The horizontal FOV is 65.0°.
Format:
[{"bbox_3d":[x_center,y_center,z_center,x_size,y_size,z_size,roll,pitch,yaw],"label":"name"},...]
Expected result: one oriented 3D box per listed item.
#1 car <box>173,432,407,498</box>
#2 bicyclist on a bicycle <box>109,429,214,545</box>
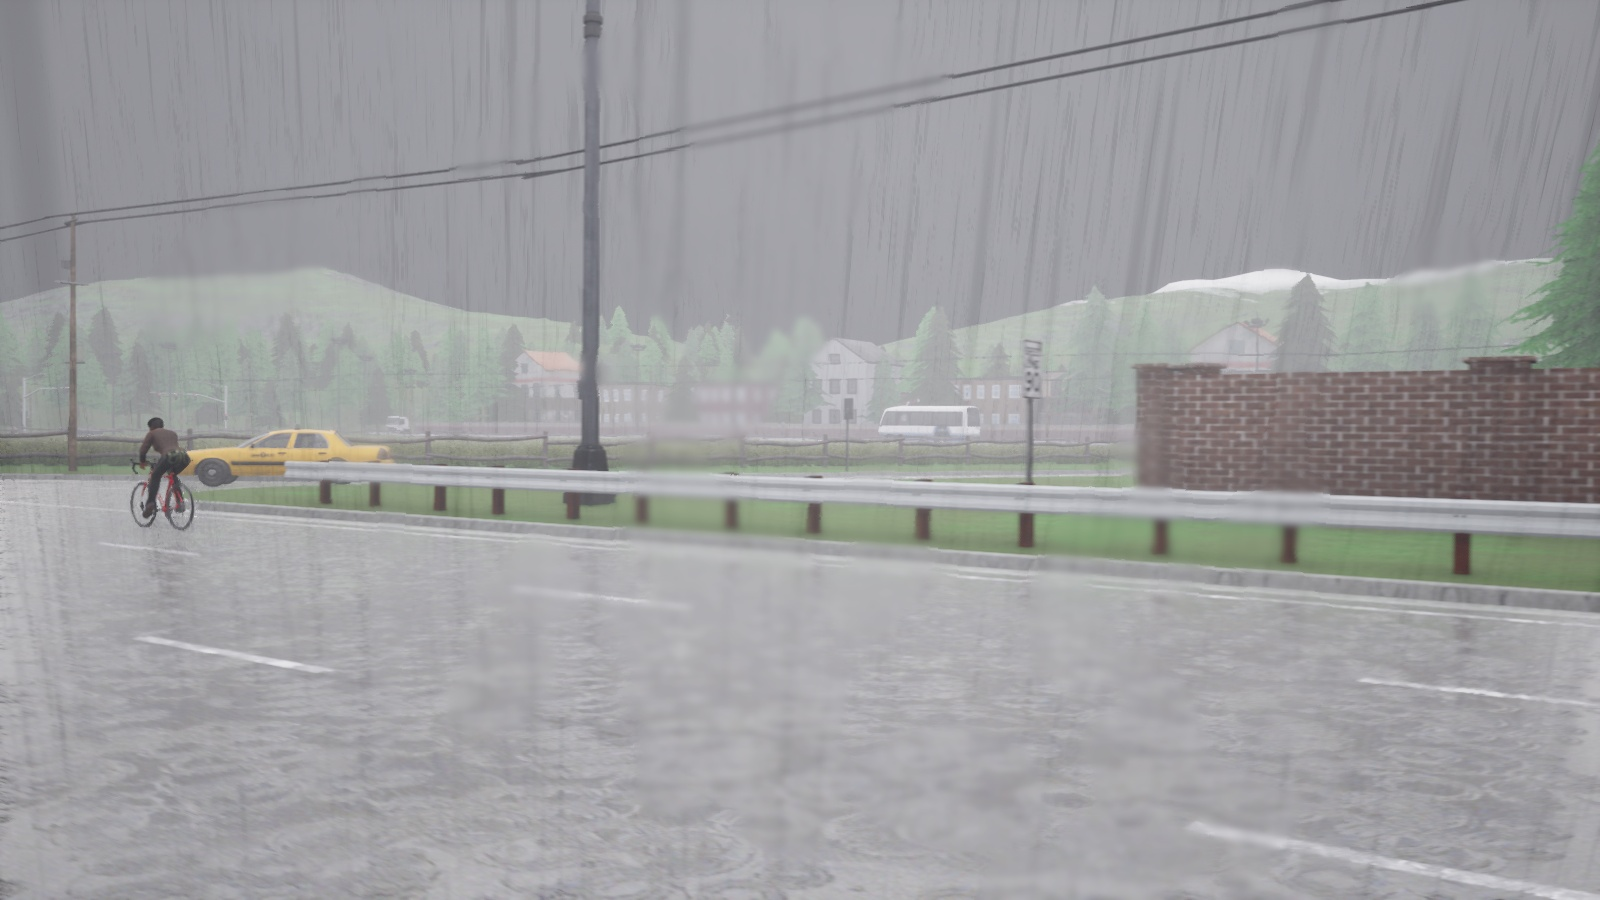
[{"bbox_3d":[-12.961,0.347,32.291,5.366,1.575,1.801,-1,1,-15],"label":"car"},{"bbox_3d":[-9.240,0.520,18.164,1.656,1.620,0.582,0,1,34],"label":"bicyclist on a bicycle"}]
